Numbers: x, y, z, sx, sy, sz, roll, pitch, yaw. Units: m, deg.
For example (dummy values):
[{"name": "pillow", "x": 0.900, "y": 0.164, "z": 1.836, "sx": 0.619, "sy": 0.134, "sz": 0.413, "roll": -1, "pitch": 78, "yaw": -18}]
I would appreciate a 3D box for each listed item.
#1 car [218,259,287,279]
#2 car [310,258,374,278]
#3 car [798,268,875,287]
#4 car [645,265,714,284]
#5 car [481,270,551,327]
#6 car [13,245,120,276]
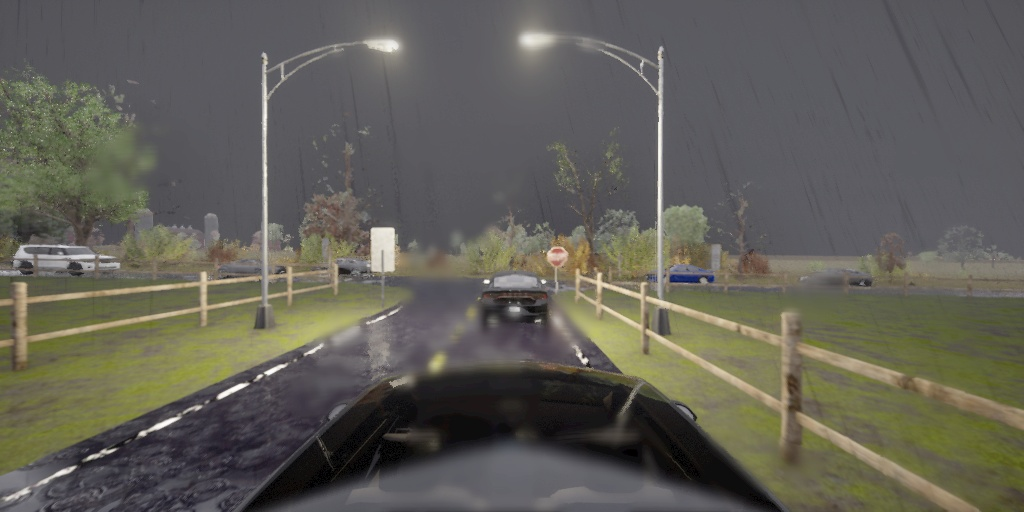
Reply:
[{"name": "car", "x": -17.914, "y": 0.888, "z": 24.885, "sx": 4.181, "sy": 1.385, "sz": 1.994, "roll": 1, "pitch": 1, "yaw": 0}, {"name": "car", "x": -13.004, "y": 0.875, "z": 27.766, "sx": 4.902, "sy": 1.511, "sz": 2.128, "roll": 1, "pitch": 1, "yaw": 3}, {"name": "car", "x": 25.051, "y": 1.688, "z": 27.798, "sx": 4.902, "sy": 1.511, "sz": 2.128, "roll": 1, "pitch": 1, "yaw": 0}, {"name": "car", "x": 12.911, "y": 1.416, "z": 27.775, "sx": 5.008, "sy": 1.535, "sz": 1.882, "roll": 1, "pitch": 1, "yaw": -1}, {"name": "car", "x": 0.097, "y": 1.191, "z": 11.392, "sx": 1.882, "sy": 1.535, "sz": 5.008, "roll": 0, "pitch": 0, "yaw": 0}, {"name": "car", "x": -30.776, "y": 0.267, "z": 24.889, "sx": 5.566, "sy": 2.045, "sz": 2.150, "roll": 1, "pitch": 1, "yaw": 0}]
